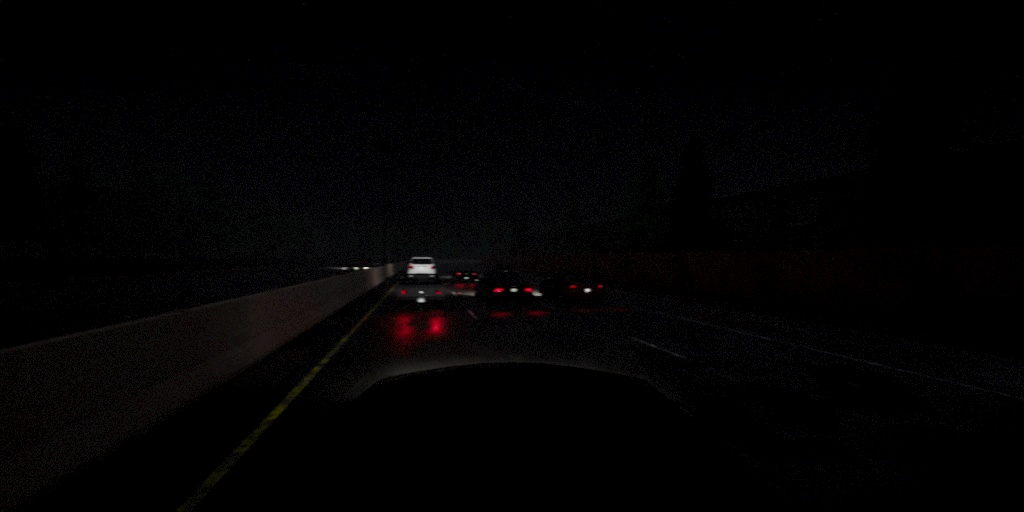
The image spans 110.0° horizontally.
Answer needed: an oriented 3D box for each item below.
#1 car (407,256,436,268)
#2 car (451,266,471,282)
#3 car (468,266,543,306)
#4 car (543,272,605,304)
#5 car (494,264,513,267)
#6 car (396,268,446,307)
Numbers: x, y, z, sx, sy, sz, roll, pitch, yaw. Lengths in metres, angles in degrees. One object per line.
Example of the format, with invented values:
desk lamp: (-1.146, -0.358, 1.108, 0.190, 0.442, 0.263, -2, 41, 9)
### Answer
car: (-7.575, 1.054, 30.157, 2.150, 2.045, 5.566, 1, 0, -14)
car: (-4.206, 1.494, 31.087, 1.895, 1.301, 4.718, 1, 0, -14)
car: (-0.532, 1.392, 16.424, 2.033, 1.411, 5.357, 1, 0, -14)
car: (2.799, 1.466, 17.553, 1.994, 1.385, 4.181, 1, 0, -14)
car: (-0.853, 1.442, 32.121, 2.128, 1.511, 4.902, 1, 0, -14)
car: (-3.955, 1.390, 15.687, 1.895, 1.301, 4.718, 1, 0, -14)
